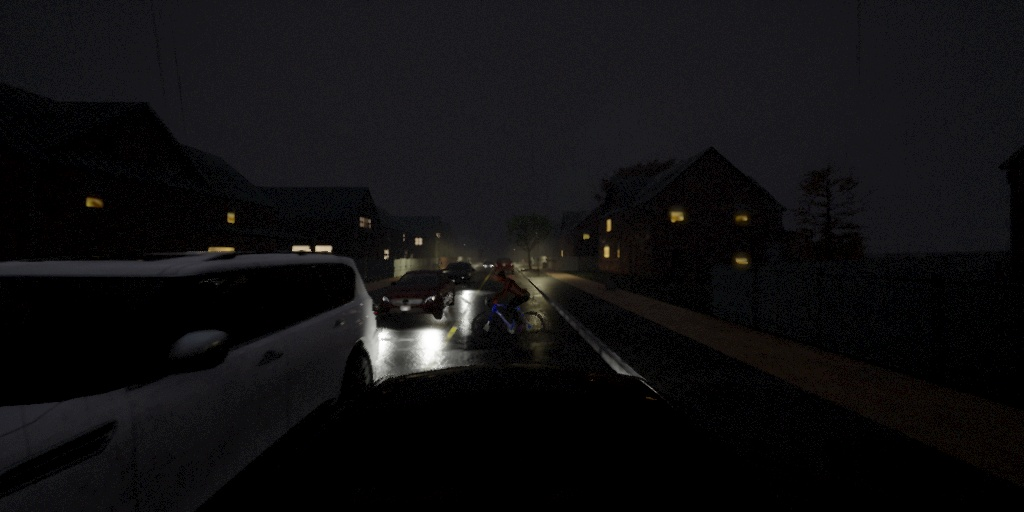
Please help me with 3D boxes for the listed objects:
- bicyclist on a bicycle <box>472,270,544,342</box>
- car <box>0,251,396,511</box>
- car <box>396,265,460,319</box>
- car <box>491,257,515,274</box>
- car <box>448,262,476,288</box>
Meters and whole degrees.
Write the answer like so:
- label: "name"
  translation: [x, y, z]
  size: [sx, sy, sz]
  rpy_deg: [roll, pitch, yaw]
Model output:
- label: "bicyclist on a bicycle"
  translation: [-0.088, 1.145, 8.088]
  size: [1.656, 1.620, 0.582]
  rpy_deg: [0, 0, -2]
- label: "car"
  translation: [-2.848, 0.978, 2.769]
  size: [2.150, 2.045, 5.566]
  rpy_deg: [0, 0, -2]
- label: "car"
  translation: [-3.106, 1.223, 12.595]
  size: [1.812, 1.442, 4.674]
  rpy_deg: [0, 0, -1]
- label: "car"
  translation: [-0.841, 0.936, 38.069]
  size: [2.097, 1.767, 4.553]
  rpy_deg: [0, 0, -2]
- label: "car"
  translation: [-3.367, 1.150, 22.882]
  size: [1.837, 1.490, 4.892]
  rpy_deg: [0, 0, -1]
